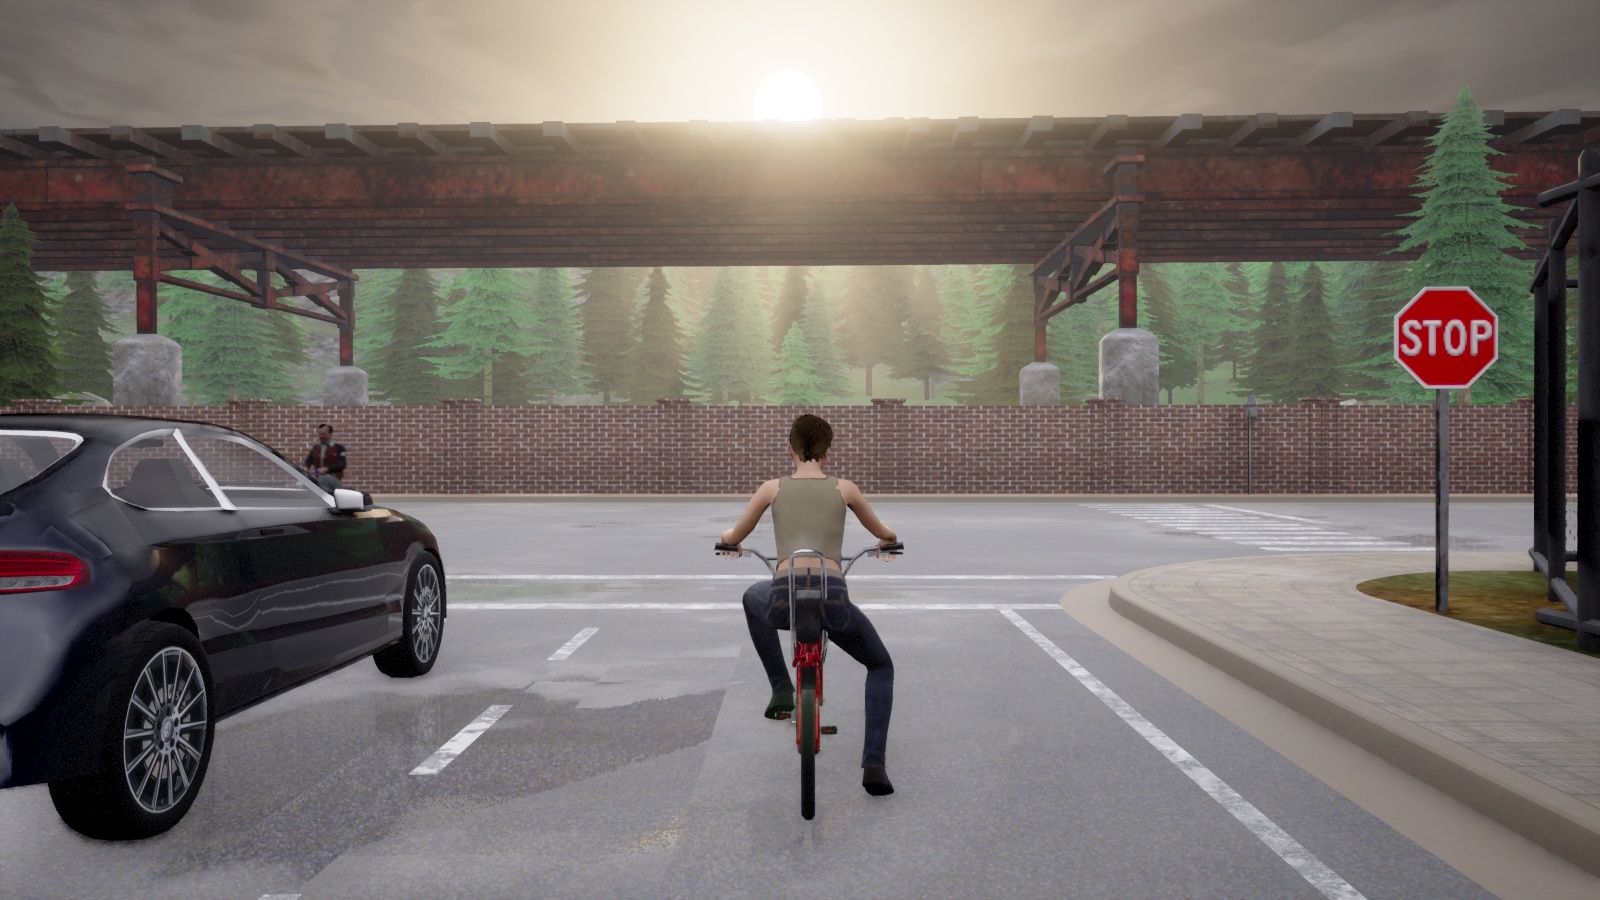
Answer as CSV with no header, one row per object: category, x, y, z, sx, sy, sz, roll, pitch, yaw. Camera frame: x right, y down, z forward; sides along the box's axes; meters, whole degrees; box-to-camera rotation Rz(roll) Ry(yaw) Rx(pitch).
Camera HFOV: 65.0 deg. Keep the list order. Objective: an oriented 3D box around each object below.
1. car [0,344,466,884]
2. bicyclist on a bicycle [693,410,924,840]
car,-3.448,0.486,6.353,2.152,1.651,5.027,0,0,0
bicyclist on a bicycle,0.039,0.652,5.464,0.866,1.612,1.509,0,0,1
